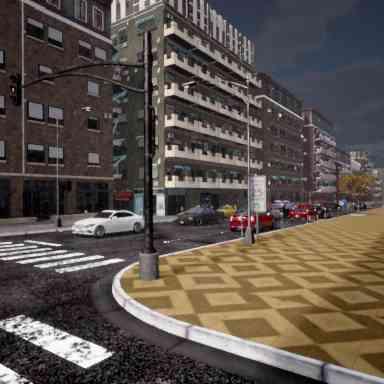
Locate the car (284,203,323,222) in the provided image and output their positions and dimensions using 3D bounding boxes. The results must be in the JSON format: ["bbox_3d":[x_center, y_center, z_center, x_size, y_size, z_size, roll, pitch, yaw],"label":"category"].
[{"bbox_3d":[10.619,2.032,31.449,1.887,1.381,4.507,-2,-2,35],"label":"car"}]

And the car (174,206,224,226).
[{"bbox_3d":[0.787,1.950,27.395,2.033,1.411,5.357,-1,-1,35],"label":"car"}]

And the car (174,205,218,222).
[{"bbox_3d":[0.469,2.002,31.432,1.752,1.417,4.829,-2,-2,35],"label":"car"}]

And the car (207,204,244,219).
[{"bbox_3d":[3.703,2.090,36.064,1.752,1.417,4.829,-2,-2,35],"label":"car"}]

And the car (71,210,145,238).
[{"bbox_3d":[-4.739,1.778,19.467,1.812,1.442,4.674,-1,-1,34],"label":"car"}]

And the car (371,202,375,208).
[{"bbox_3d":[36.490,2.745,68.506,2.008,1.369,4.403,-2,-2,35],"label":"car"}]

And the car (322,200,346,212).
[{"bbox_3d":[22.788,2.407,53.326,1.837,1.490,4.892,-1,-1,35],"label":"car"}]

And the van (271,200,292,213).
[{"bbox_3d":[13.499,2.174,50.106,1.690,1.788,3.998,-2,-2,35],"label":"van"}]

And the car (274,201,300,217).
[{"bbox_3d":[9.364,2.024,34.100,2.128,1.511,4.902,-1,-1,35],"label":"car"}]

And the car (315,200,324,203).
[{"bbox_3d":[26.434,2.501,68.636,2.192,1.841,5.009,-2,-2,35],"label":"car"}]

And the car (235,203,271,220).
[{"bbox_3d":[6.574,2.038,35.672,1.882,1.535,5.008,-1,-1,35],"label":"car"}]

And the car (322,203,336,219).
[{"bbox_3d":[13.854,2.141,36.080,1.947,1.339,4.313,-2,-2,35],"label":"car"}]

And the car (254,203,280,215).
[{"bbox_3d":[10.267,2.289,45.468,1.887,1.381,4.507,-2,-2,35],"label":"car"}]

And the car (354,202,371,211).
[{"bbox_3d":[30.022,2.583,59.241,1.947,1.339,4.313,-2,-2,35],"label":"car"}]

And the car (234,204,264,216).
[{"bbox_3d":[7.034,2.222,40.835,1.947,1.339,4.313,-2,-2,35],"label":"car"}]

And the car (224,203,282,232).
[{"bbox_3d":[4.150,1.751,22.187,1.967,1.590,4.097,-2,-2,35],"label":"car"}]

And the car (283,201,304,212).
[{"bbox_3d":[16.734,2.361,54.735,1.967,1.590,4.097,-2,-2,35],"label":"car"}]
